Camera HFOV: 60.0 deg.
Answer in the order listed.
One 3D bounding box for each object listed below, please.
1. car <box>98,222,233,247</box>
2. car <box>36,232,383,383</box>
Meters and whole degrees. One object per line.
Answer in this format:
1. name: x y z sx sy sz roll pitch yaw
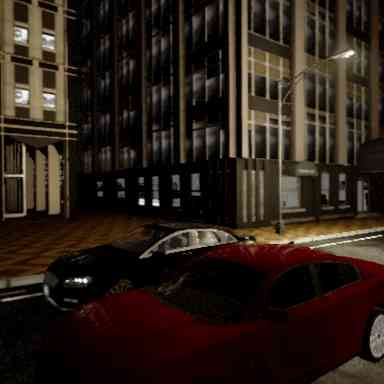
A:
1. car: -0.581 1.460 7.300 4.902 1.511 2.128 0 0 -37
2. car: 0.754 1.462 4.241 5.008 1.535 1.882 0 0 -37
